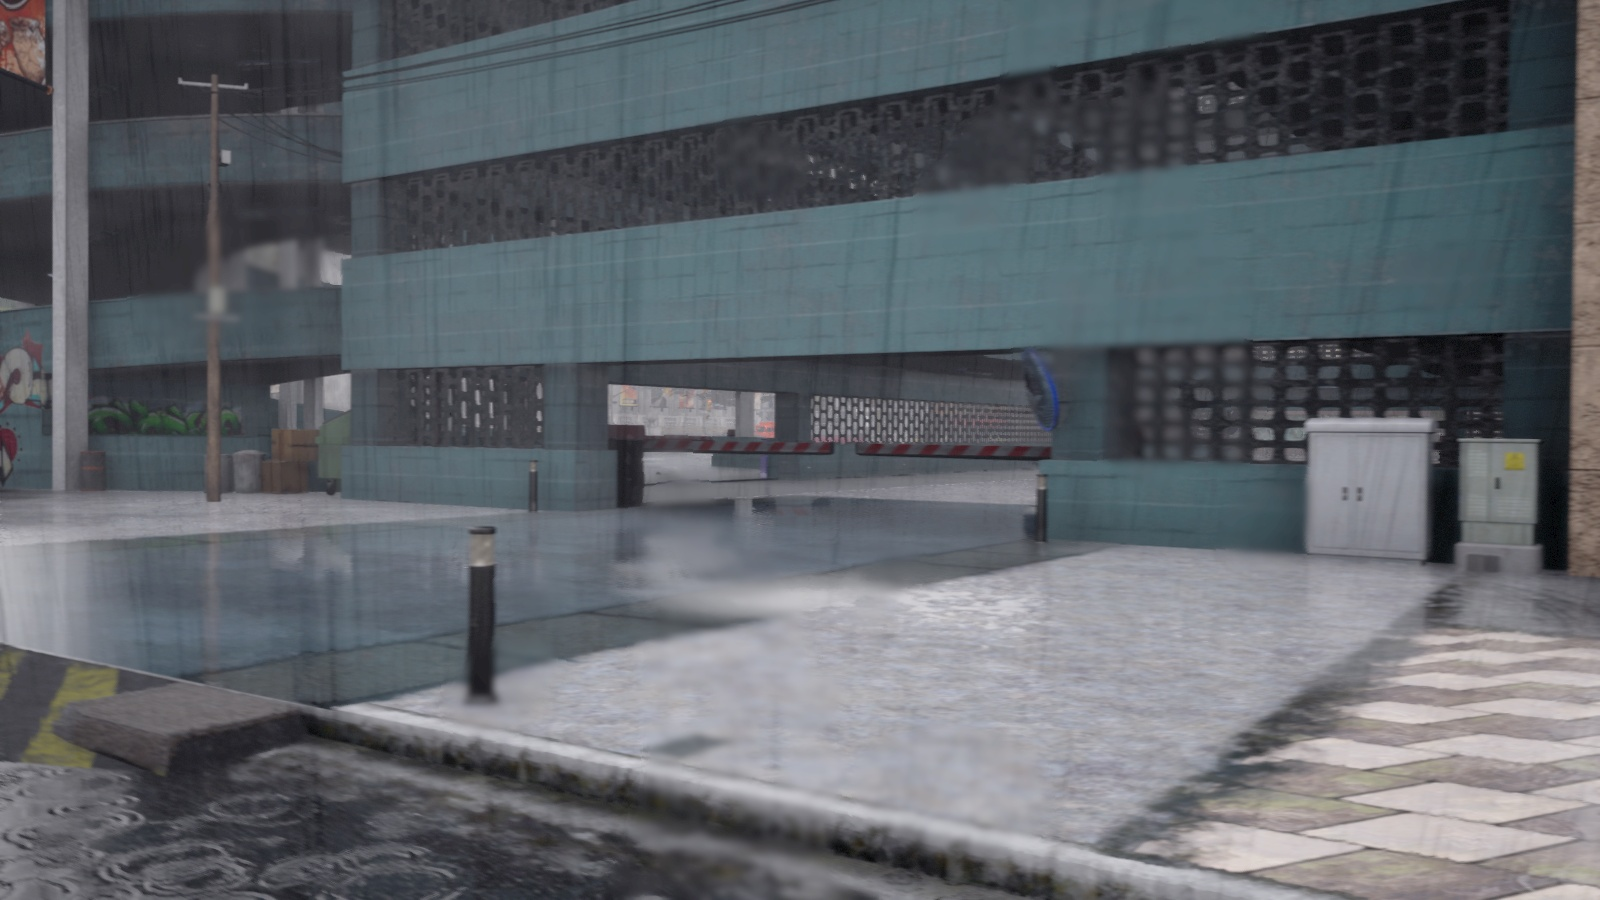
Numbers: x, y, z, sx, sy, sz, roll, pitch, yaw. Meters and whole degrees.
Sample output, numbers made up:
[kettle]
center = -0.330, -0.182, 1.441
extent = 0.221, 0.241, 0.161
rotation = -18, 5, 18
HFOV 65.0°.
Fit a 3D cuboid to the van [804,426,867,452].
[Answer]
[van]
center = 2.702, -0.848, 95.881
extent = 4.442, 1.987, 1.775
rotation = 0, 1, 25
